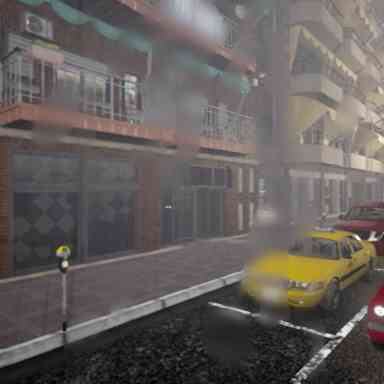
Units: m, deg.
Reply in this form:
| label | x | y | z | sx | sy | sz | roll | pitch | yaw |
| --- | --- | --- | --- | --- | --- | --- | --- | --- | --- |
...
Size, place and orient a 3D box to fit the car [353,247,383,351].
| label | x | y | z | sx | sy | sz | roll | pitch | yaw |
| --- | --- | --- | --- | --- | --- | --- | --- | --- | --- |
| car | 4.343 | 1.602 | 5.384 | 1.895 | 1.301 | 4.718 | 0 | 0 | 41 |

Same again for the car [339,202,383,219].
| label | x | y | z | sx | sy | sz | roll | pitch | yaw |
| --- | --- | --- | --- | --- | --- | --- | --- | --- | --- |
| car | 6.727 | 1.316 | 12.118 | 2.192 | 1.841 | 5.009 | 0 | 0 | 41 |

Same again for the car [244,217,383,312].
| label | x | y | z | sx | sy | sz | roll | pitch | yaw |
| --- | --- | --- | --- | --- | --- | --- | --- | --- | --- |
| car | 3.001 | 1.524 | 7.810 | 1.752 | 1.417 | 4.829 | 0 | 0 | 41 |
